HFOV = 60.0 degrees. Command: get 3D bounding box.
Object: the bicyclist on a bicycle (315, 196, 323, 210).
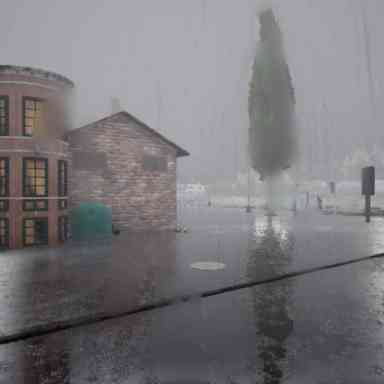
[{"bbox_3d":[15.318,1.349,40.146,1.656,1.620,0.582,0,0,-36],"label":"bicyclist on a bicycle"}]
